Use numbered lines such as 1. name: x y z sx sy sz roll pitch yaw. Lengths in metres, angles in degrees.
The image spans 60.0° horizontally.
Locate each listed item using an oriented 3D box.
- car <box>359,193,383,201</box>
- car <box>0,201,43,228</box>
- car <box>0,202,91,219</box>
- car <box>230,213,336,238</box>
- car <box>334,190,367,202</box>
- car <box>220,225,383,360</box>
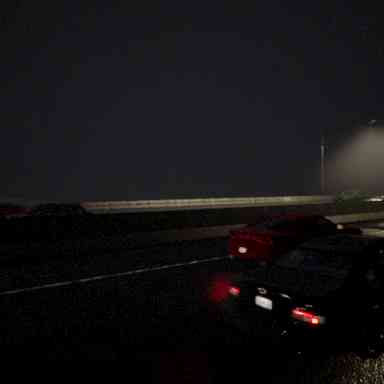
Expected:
1. car: 23.338 1.177 41.373 4.718 1.301 1.895 -1 0 -34
2. car: -12.321 1.450 20.983 5.008 1.535 1.882 -1 0 -35
3. car: -7.150 1.312 16.066 4.553 1.767 2.097 -1 0 -35
4. car: 3.388 1.385 10.413 5.008 1.535 1.882 -1 1 -35
5. car: 21.312 0.798 44.237 5.566 2.045 2.150 -1 0 -34
6. car: 3.001 1.487 5.862 5.357 1.411 2.033 -1 0 -35
